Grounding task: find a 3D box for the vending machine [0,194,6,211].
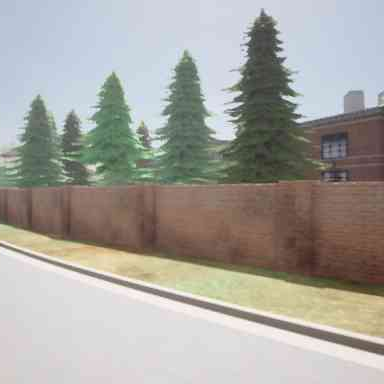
[{"bbox_3d":[-24.317,1.338,42.255,1.100,2.100,0.880,0,0,-21],"label":"vending machine"}]
